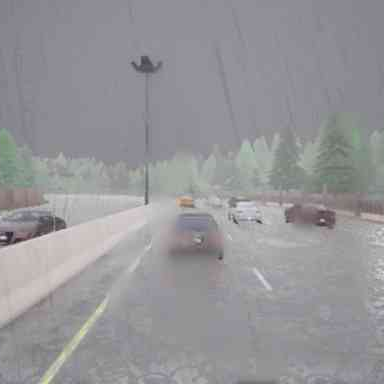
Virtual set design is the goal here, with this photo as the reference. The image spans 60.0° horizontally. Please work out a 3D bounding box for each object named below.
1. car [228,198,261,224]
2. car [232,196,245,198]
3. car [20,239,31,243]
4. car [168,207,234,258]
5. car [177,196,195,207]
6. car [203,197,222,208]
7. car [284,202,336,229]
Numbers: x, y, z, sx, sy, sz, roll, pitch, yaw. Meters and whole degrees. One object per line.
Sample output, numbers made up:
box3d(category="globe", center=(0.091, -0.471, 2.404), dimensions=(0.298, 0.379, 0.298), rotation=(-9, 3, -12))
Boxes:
box3d(category="car", center=(3.667, 1.423, 23.522), dimensions=(1.812, 1.442, 4.674), rotation=(0, 0, 0))
box3d(category="car", center=(6.194, 1.282, 44.874), dimensions=(1.882, 1.535, 5.008), rotation=(1, 0, -8))
box3d(category="car", center=(-6.972, 1.504, 14.320), dimensions=(1.994, 1.385, 4.181), rotation=(0, 0, 1))
box3d(category="car", center=(0.138, 1.493, 12.419), dimensions=(2.033, 1.411, 5.357), rotation=(0, 0, 0))
box3d(category="car", center=(-0.860, 1.283, 44.896), dimensions=(1.882, 1.535, 5.008), rotation=(1, 0, -8))
box3d(category="car", center=(2.732, 1.335, 43.960), dimensions=(1.812, 1.442, 4.674), rotation=(0, 0, -8))
box3d(category="car", center=(7.160, 1.386, 20.718), dimensions=(1.882, 1.535, 5.008), rotation=(0, 0, 0))
